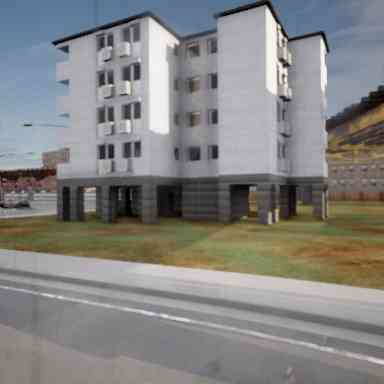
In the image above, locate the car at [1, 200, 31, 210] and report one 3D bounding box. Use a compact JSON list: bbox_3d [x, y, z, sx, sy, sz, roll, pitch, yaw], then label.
[{"bbox_3d":[-28.072,2.051,53.937,1.812,1.442,4.674,0,0,8],"label":"car"}]
